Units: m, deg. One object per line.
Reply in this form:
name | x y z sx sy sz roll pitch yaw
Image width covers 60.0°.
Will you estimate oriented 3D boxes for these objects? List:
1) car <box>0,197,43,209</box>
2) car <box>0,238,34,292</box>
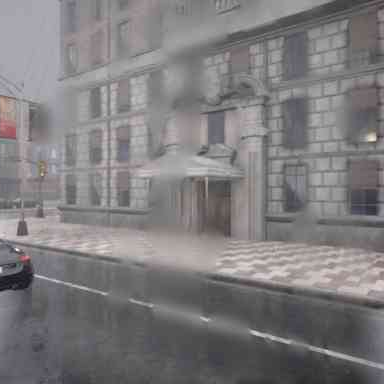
car | -22.128 1.478 43.622 1.882 1.535 5.008 0 0 35
car | -5.605 1.564 7.842 4.181 1.385 1.994 0 0 35
